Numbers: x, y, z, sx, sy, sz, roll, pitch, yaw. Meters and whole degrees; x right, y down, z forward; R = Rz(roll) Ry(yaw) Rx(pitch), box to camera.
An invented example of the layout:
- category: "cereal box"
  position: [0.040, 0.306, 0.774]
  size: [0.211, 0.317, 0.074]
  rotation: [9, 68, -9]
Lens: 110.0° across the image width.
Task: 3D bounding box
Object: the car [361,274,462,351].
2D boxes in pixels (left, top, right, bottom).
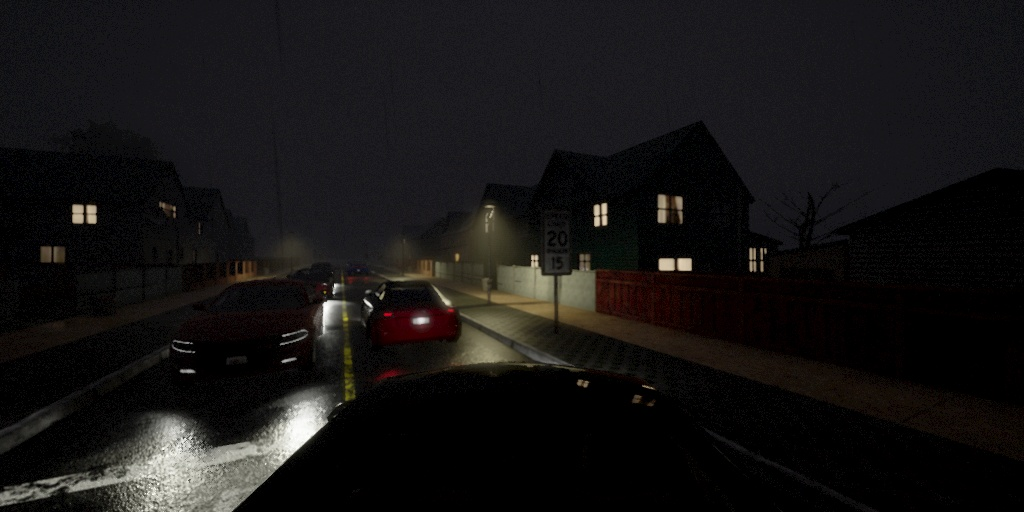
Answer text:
- category: "car"
  position: [-2.741, 1.311, 9.232]
  size: [1.994, 1.385, 4.181]
  rotation: [0, 0, -25]

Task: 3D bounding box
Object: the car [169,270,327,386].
- category: "car"
  position: [-5.027, 1.229, 7.404]
  size: [1.882, 1.535, 5.008]
  rotation: [0, 0, -25]

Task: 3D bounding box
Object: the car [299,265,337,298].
- category: "car"
  position: [-9.903, 1.311, 17.646]
  size: [1.994, 1.385, 4.181]
  rotation: [0, 0, -25]

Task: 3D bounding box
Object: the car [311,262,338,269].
- category: "car"
  position: [-14.580, 1.250, 27.460]
  size: [1.837, 1.490, 4.892]
  rotation: [0, 0, -25]

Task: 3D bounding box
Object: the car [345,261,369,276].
- category: "car"
  position: [-15.746, 1.216, 36.615]
  size: [1.882, 1.535, 5.008]
  rotation: [0, 0, -25]
